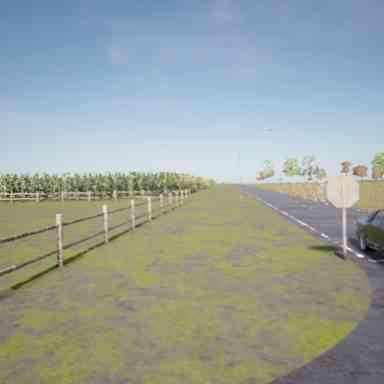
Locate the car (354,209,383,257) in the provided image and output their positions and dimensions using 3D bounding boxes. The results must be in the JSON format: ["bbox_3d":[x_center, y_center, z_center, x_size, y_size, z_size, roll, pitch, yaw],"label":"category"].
[{"bbox_3d":[5.875,1.154,8.779,2.033,1.411,5.357,-1,2,11],"label":"car"}]
